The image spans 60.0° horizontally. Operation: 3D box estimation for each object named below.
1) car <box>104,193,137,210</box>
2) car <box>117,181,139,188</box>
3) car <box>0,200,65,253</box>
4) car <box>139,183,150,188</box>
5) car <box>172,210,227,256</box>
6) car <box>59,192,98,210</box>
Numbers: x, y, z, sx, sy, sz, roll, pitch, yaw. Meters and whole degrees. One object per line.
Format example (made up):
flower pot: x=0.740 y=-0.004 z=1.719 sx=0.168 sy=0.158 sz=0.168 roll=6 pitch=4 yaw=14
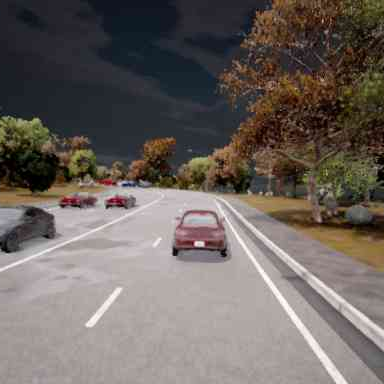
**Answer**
car: x=-6.245 y=0.770 z=29.448 sx=1.895 sy=1.301 sz=4.718 roll=1 pitch=2 yaw=2
car: x=-16.466 y=-1.940 z=85.790 sx=1.882 sy=1.535 sz=5.008 roll=2 pitch=2 yaw=-43
car: x=-6.796 y=1.243 z=12.619 sx=1.812 sy=1.442 sz=4.674 roll=1 pitch=1 yaw=2
car: x=-12.639 y=-1.718 z=86.671 sx=1.812 sy=1.442 sz=4.674 roll=2 pitch=2 yaw=-38
car: x=0.303 y=1.395 z=12.567 sx=1.812 sy=1.442 sz=4.674 roll=1 pitch=1 yaw=2
car: x=-9.770 y=0.722 z=28.797 sx=1.895 sy=1.301 sz=4.718 roll=1 pitch=2 yaw=2
